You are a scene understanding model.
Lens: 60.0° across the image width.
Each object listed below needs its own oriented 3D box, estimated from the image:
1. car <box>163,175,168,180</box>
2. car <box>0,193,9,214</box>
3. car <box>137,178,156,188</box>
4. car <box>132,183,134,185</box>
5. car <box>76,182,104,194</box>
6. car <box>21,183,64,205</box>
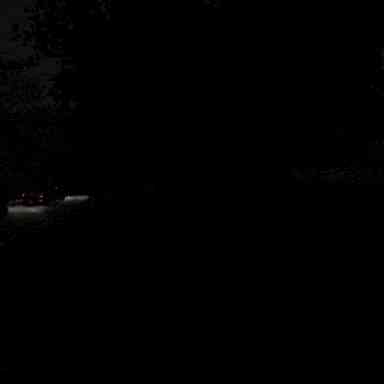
[{"bbox_3d":[-5.468,-2.529,65.824,2.128,1.511,4.902,1,4,6],"label":"car"},{"bbox_3d":[-13.545,0.701,20.757,2.097,1.767,4.553,1,3,-1],"label":"car"},{"bbox_3d":[-7.123,-1.567,53.447,2.128,1.511,4.902,1,4,8],"label":"car"},{"bbox_3d":[-10.054,-1.933,58.367,1.837,1.490,4.892,1,4,9],"label":"car"},{"bbox_3d":[-12.562,-0.511,41.318,1.895,1.301,4.718,1,4,7],"label":"car"},{"bbox_3d":[-13.461,0.104,30.100,2.097,1.767,4.553,1,4,3],"label":"car"}]
